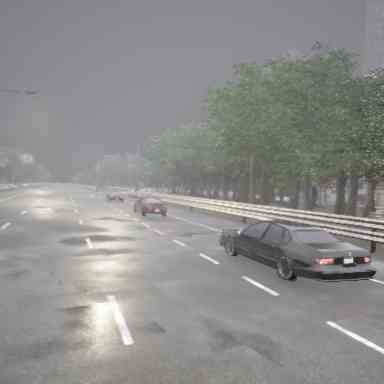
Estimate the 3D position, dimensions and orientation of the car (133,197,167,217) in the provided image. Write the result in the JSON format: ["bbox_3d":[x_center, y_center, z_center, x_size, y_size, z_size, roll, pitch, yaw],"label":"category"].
[{"bbox_3d":[-3.279,1.080,25.784,1.812,1.442,4.674,3,1,-21],"label":"car"}]

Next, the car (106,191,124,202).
[{"bbox_3d":[-10.357,0.586,44.329,1.895,1.301,4.718,3,1,-21],"label":"car"}]

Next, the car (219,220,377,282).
[{"bbox_3d":[2.728,1.571,10.045,2.033,1.411,5.357,3,1,-21],"label":"car"}]
